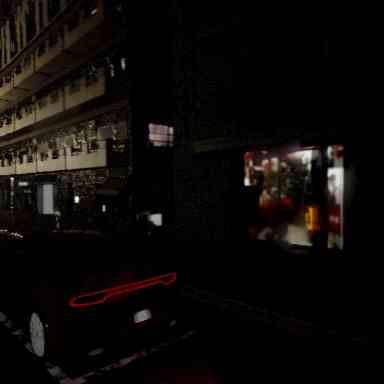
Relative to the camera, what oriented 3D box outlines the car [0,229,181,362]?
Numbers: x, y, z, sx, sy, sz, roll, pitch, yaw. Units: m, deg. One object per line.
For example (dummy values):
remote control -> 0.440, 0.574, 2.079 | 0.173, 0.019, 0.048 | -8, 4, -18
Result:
car -> -2.318, 1.410, 6.001 | 1.882, 1.535, 5.008 | -2, 1, -43
